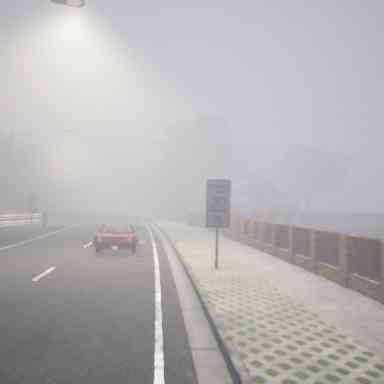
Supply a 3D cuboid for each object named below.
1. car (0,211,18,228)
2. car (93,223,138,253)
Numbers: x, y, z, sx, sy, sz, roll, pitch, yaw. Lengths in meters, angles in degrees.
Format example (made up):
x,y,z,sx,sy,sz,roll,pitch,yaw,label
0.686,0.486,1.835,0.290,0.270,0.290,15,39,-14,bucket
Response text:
x,y,z,sx,sy,sz,roll,pitch,yaw,label
-16.639,2.327,28.042,1.837,1.490,4.892,2,-2,3,car
-3.632,2.176,16.548,1.895,1.301,4.718,2,-2,-8,car
